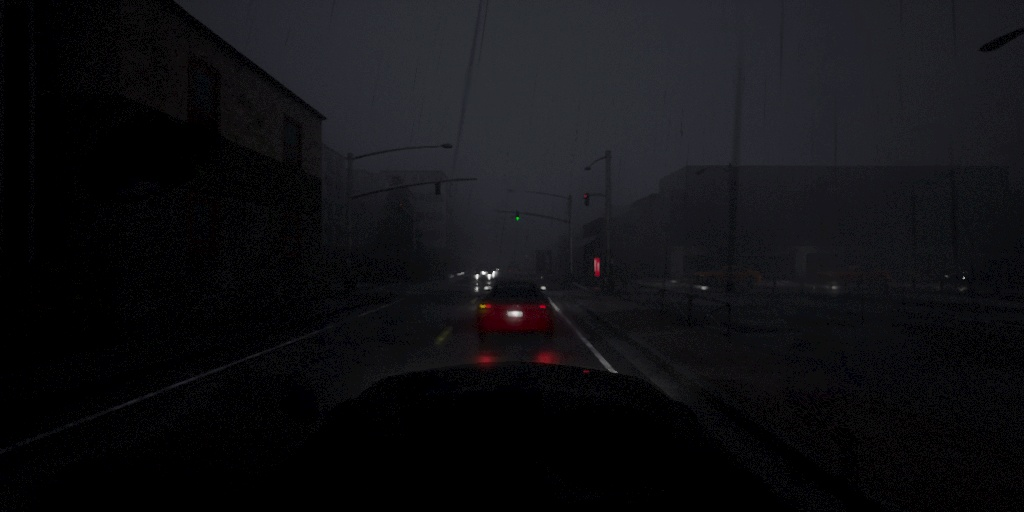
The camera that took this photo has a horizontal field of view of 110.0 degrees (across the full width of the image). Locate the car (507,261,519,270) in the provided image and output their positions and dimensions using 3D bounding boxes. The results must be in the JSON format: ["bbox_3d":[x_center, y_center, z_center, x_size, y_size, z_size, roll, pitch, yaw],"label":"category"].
[{"bbox_3d":[0.219,1.582,62.282,2.128,1.511,4.902,0,0,0],"label":"car"}]

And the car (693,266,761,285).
[{"bbox_3d":[17.348,1.558,29.117,5.008,1.535,1.882,0,0,0],"label":"car"}]

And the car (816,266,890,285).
[{"bbox_3d":[27.574,1.559,29.120,5.008,1.535,1.882,0,0,0],"label":"car"}]

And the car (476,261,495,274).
[{"bbox_3d":[-3.513,1.524,45.947,1.812,1.442,4.674,0,0,0],"label":"car"}]

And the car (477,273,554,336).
[{"bbox_3d":[0.089,1.364,10.564,1.994,1.385,4.181,0,0,0],"label":"car"}]

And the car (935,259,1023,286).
[{"bbox_3d":[38.063,1.303,29.107,5.566,2.045,2.150,0,0,0],"label":"car"}]

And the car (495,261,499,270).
[{"bbox_3d":[-3.483,1.656,55.980,1.895,1.301,4.718,0,0,0],"label":"car"}]
